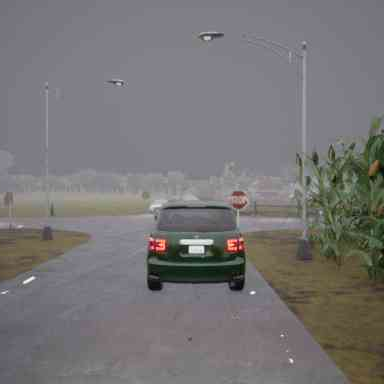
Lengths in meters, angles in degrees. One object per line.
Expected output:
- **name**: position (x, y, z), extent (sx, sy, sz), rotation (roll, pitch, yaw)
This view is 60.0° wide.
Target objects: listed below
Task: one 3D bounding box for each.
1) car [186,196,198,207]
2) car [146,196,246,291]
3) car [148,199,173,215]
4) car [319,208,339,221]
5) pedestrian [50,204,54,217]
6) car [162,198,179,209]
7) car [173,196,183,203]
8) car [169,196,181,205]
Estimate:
- **car**: position (0.003, 1.466, 51.067), extent (1.882, 1.535, 5.008), rotation (0, 0, 0)
- **car**: position (0.087, 1.216, 9.161), extent (2.150, 2.045, 5.566), rotation (0, 0, 0)
- **car**: position (-3.182, 1.513, 34.522), extent (1.812, 1.442, 4.674), rotation (0, 0, 4)
- **car**: position (12.561, 1.467, 26.235), extent (4.902, 1.511, 2.128), rotation (0, 2, -2)
- **pedestrian**: position (-12.236, 1.611, 29.175), extent (0.500, 1.100, 0.500), rotation (0, 2, 0)
- **car**: position (-2.925, 1.552, 46.128), extent (1.994, 1.385, 4.181), rotation (0, 0, 0)
- **car**: position (-2.885, 1.544, 71.312), extent (1.994, 1.385, 4.181), rotation (0, 0, 0)
- **car**: position (-2.904, 1.468, 59.094), extent (1.882, 1.535, 5.008), rotation (0, 0, 0)
